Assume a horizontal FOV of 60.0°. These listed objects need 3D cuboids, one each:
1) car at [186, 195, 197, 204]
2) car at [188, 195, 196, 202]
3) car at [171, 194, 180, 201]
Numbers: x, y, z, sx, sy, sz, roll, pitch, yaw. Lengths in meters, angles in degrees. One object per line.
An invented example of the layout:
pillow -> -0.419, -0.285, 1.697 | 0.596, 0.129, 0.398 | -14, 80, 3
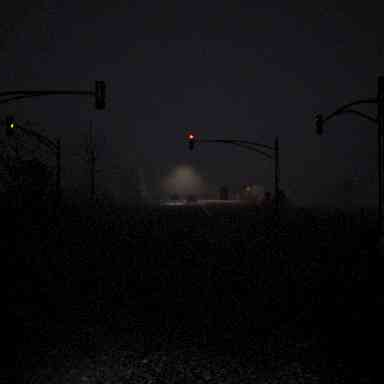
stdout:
car -> -0.061, 1.424, 68.049 | 2.097, 1.767, 4.553 | 0, 0, 0
car -> -0.070, 1.425, 78.085 | 1.837, 1.490, 4.892 | 0, 0, 0
car -> -3.566, 1.195, 72.251 | 1.837, 1.490, 4.892 | 0, 0, 0
